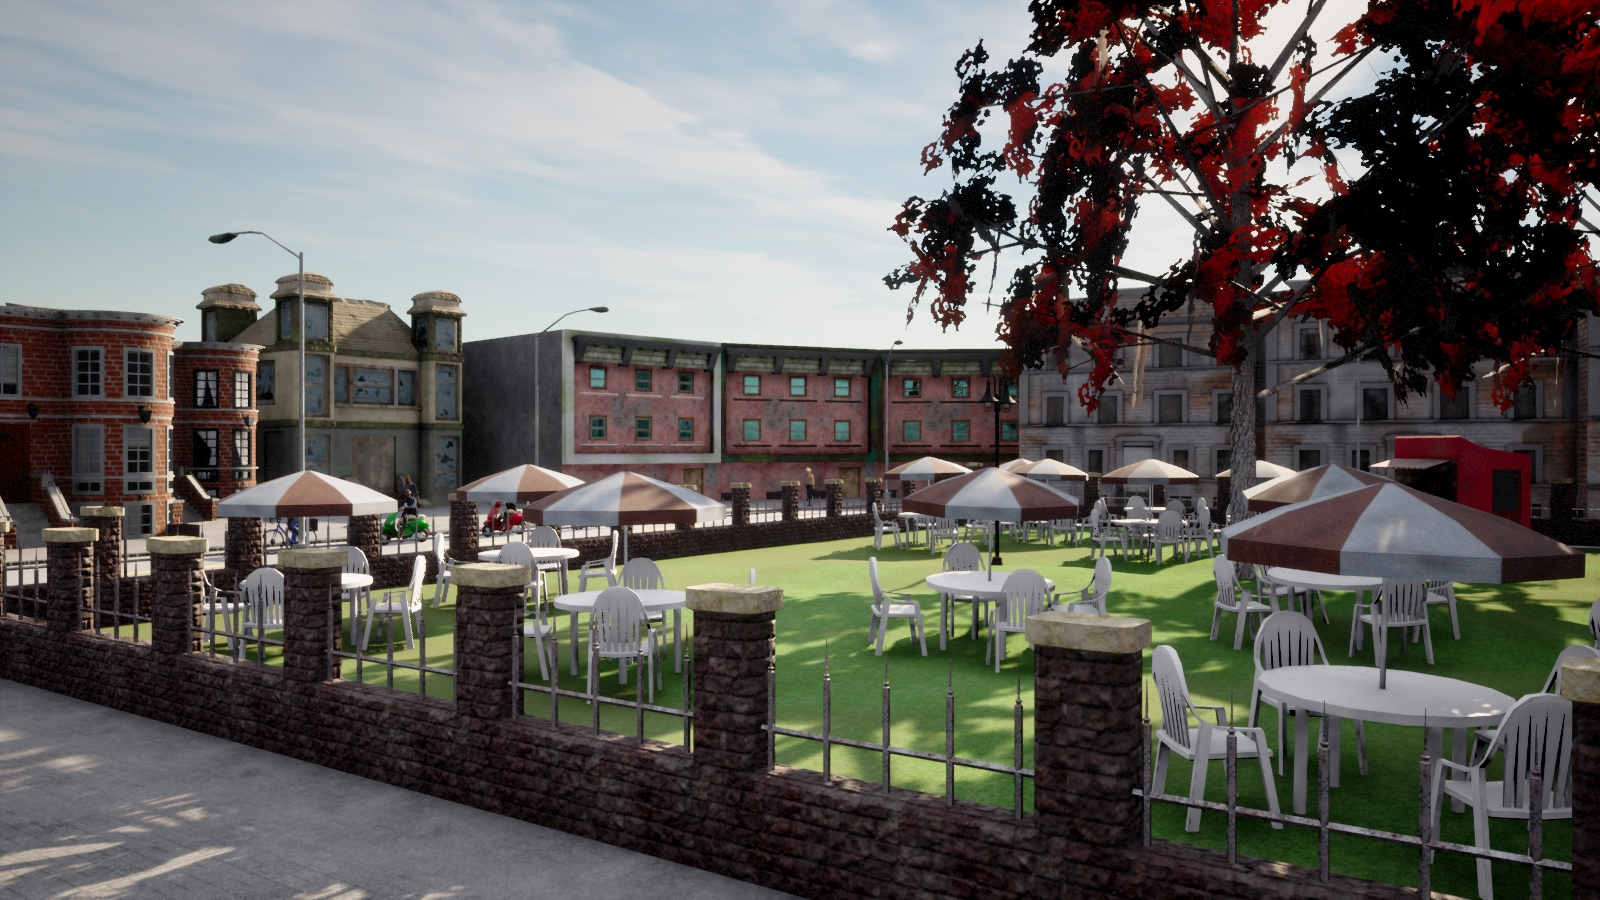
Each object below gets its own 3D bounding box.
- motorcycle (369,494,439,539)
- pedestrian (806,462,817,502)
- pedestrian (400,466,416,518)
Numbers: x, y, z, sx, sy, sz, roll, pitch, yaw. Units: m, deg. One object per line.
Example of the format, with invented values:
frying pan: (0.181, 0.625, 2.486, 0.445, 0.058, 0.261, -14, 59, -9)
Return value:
motorcycle: (-11.759, 1.950, 33.969, 0.856, 1.236, 1.805, 0, 0, 35)
pedestrian: (0.540, 1.513, 53.680, 0.375, 1.860, 0.375, 0, 0, -37)
pedestrian: (-14.156, 1.511, 41.242, 0.375, 1.860, 0.375, 0, 0, 30)
